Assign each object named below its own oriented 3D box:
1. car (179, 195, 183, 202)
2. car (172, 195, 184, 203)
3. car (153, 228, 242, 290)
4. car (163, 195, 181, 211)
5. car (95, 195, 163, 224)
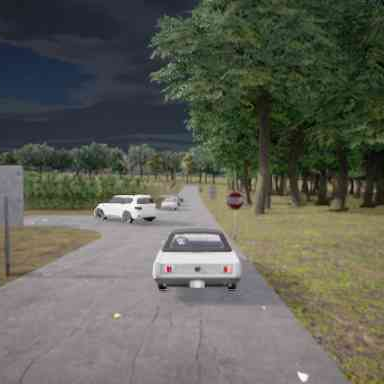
[{"bbox_3d":[-2.728,1.410,50.550,1.812,1.442,4.674,0,1,0],"label":"car"},{"bbox_3d":[-2.652,1.227,62.855,1.994,1.385,4.181,0,1,1],"label":"car"},{"bbox_3d":[0.119,1.646,9.167,1.895,1.301,4.718,0,0,0],"label":"car"},{"bbox_3d":[-2.749,1.528,41.367,1.812,1.442,4.674,0,1,0],"label":"car"},{"bbox_3d":[-5.118,1.246,25.521,5.566,2.045,2.150,2,1,40],"label":"car"}]
